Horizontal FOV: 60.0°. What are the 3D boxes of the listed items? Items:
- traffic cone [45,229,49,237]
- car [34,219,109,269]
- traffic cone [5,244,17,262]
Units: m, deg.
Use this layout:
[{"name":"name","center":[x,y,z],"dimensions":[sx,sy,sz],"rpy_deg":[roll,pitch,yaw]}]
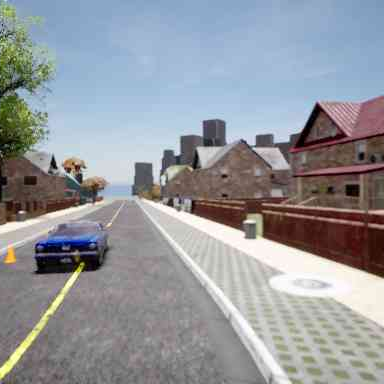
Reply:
[{"name":"traffic cone","center":[-7.033,2.082,16.177],"dimensions":[0.340,0.580,0.340],"rpy_deg":[-1,0,-11]},{"name":"car","center":[-3.985,1.670,11.652],"dimensions":[1.895,1.301,4.718],"rpy_deg":[-1,0,-11]},{"name":"traffic cone","center":[-6.119,2.051,11.259],"dimensions":[0.340,0.580,0.340],"rpy_deg":[-1,0,-11]}]
